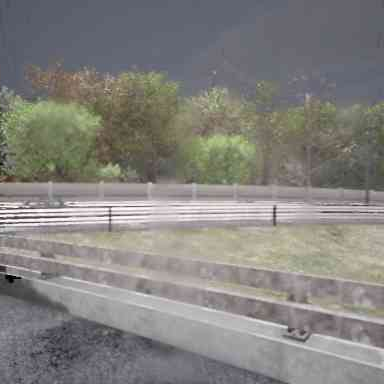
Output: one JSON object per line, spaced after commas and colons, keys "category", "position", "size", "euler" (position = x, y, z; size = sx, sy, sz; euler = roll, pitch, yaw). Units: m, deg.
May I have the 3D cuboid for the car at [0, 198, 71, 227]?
{"category": "car", "position": [-10.354, 1.210, 21.854], "size": [4.553, 1.767, 2.097], "euler": [0, 0, -19]}

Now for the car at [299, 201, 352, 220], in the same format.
{"category": "car", "position": [11.777, 1.559, 29.401], "size": [4.902, 1.511, 2.128], "euler": [2, -1, -18]}
